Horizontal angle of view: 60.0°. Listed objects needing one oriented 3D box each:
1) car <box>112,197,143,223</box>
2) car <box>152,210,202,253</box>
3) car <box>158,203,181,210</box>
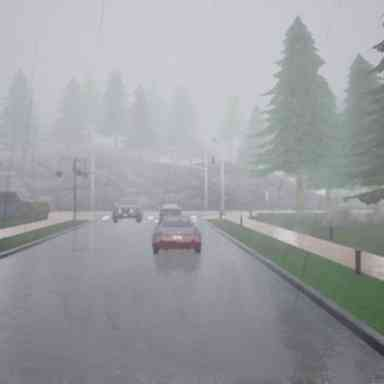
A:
[{"bbox_3d":[-5.383,1.478,28.547,2.150,2.045,5.566,0,-1,-5],"label":"car"},{"bbox_3d":[-0.705,1.701,14.506,1.994,1.385,4.181,0,0,-5],"label":"car"},{"bbox_3d":[-1.974,1.757,29.607,1.882,1.535,5.008,0,0,-5],"label":"car"}]
